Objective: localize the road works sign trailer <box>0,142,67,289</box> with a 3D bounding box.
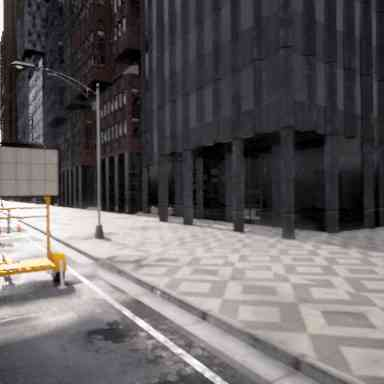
[{"bbox_3d":[-4.721,0.539,8.588,2.380,3.560,2.880,0,0,-34],"label":"road works sign trailer"}]
